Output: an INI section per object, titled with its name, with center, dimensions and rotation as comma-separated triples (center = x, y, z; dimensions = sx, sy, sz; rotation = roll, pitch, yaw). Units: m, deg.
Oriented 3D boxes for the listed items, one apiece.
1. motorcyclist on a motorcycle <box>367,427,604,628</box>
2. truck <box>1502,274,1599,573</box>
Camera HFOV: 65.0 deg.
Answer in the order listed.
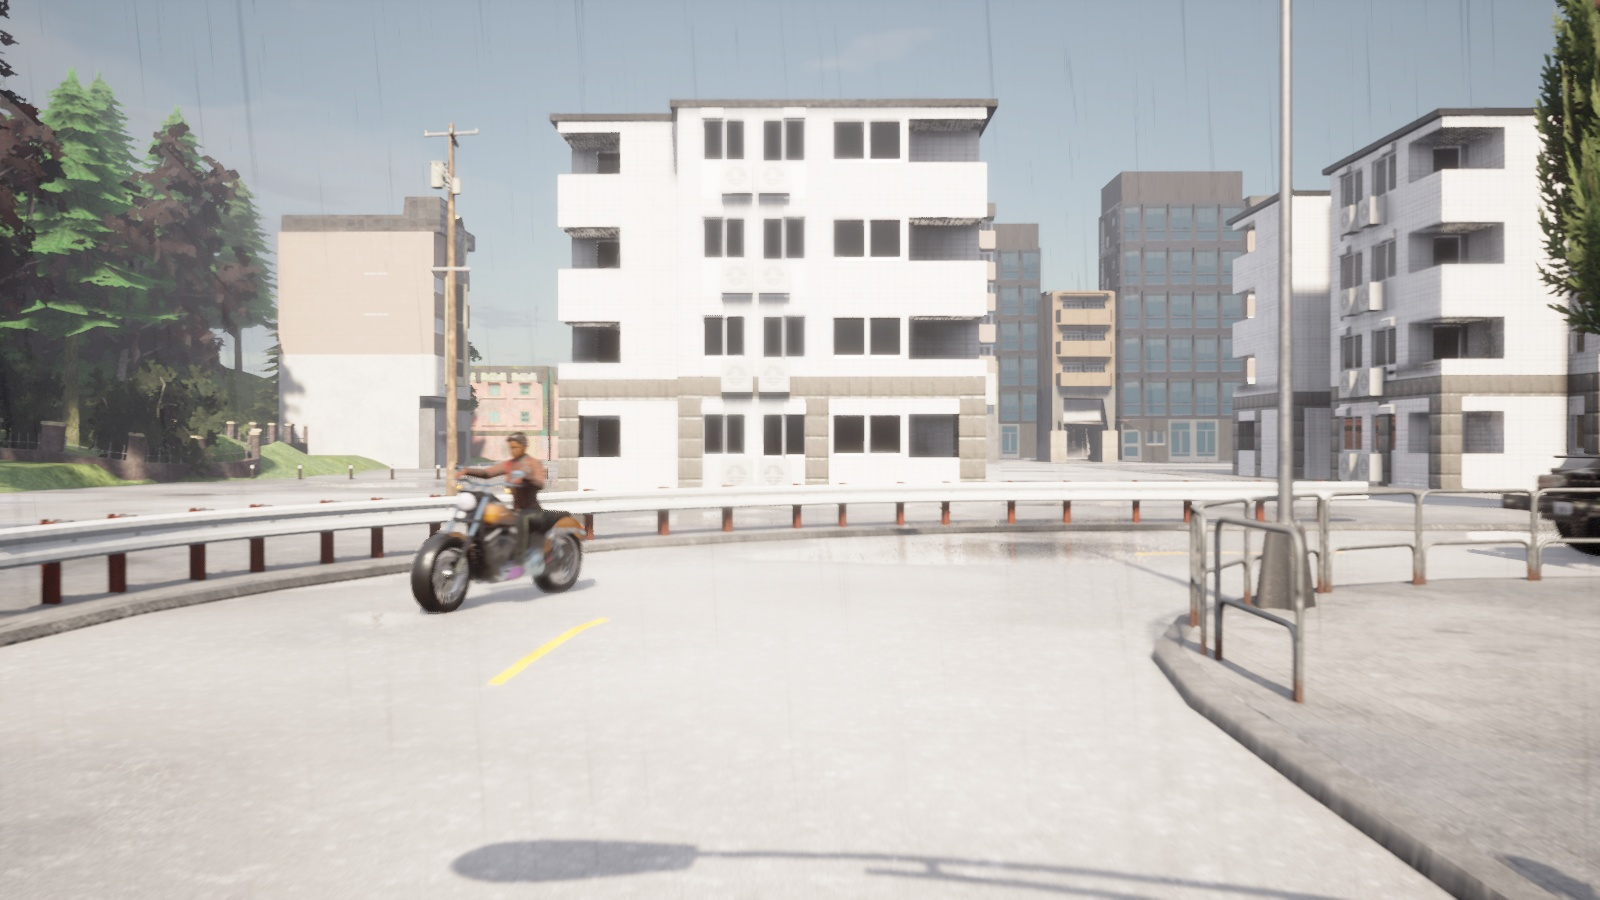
[motorcyclist on a motorcycle]
center = -2.826, 0.631, 11.598
dimensions = 0.766, 1.649, 2.350
rotation = 1, 1, 26
[truck]
center = 13.216, -0.310, 15.121
dimensions = 7.936, 3.462, 2.891
rotation = 0, 0, -1
